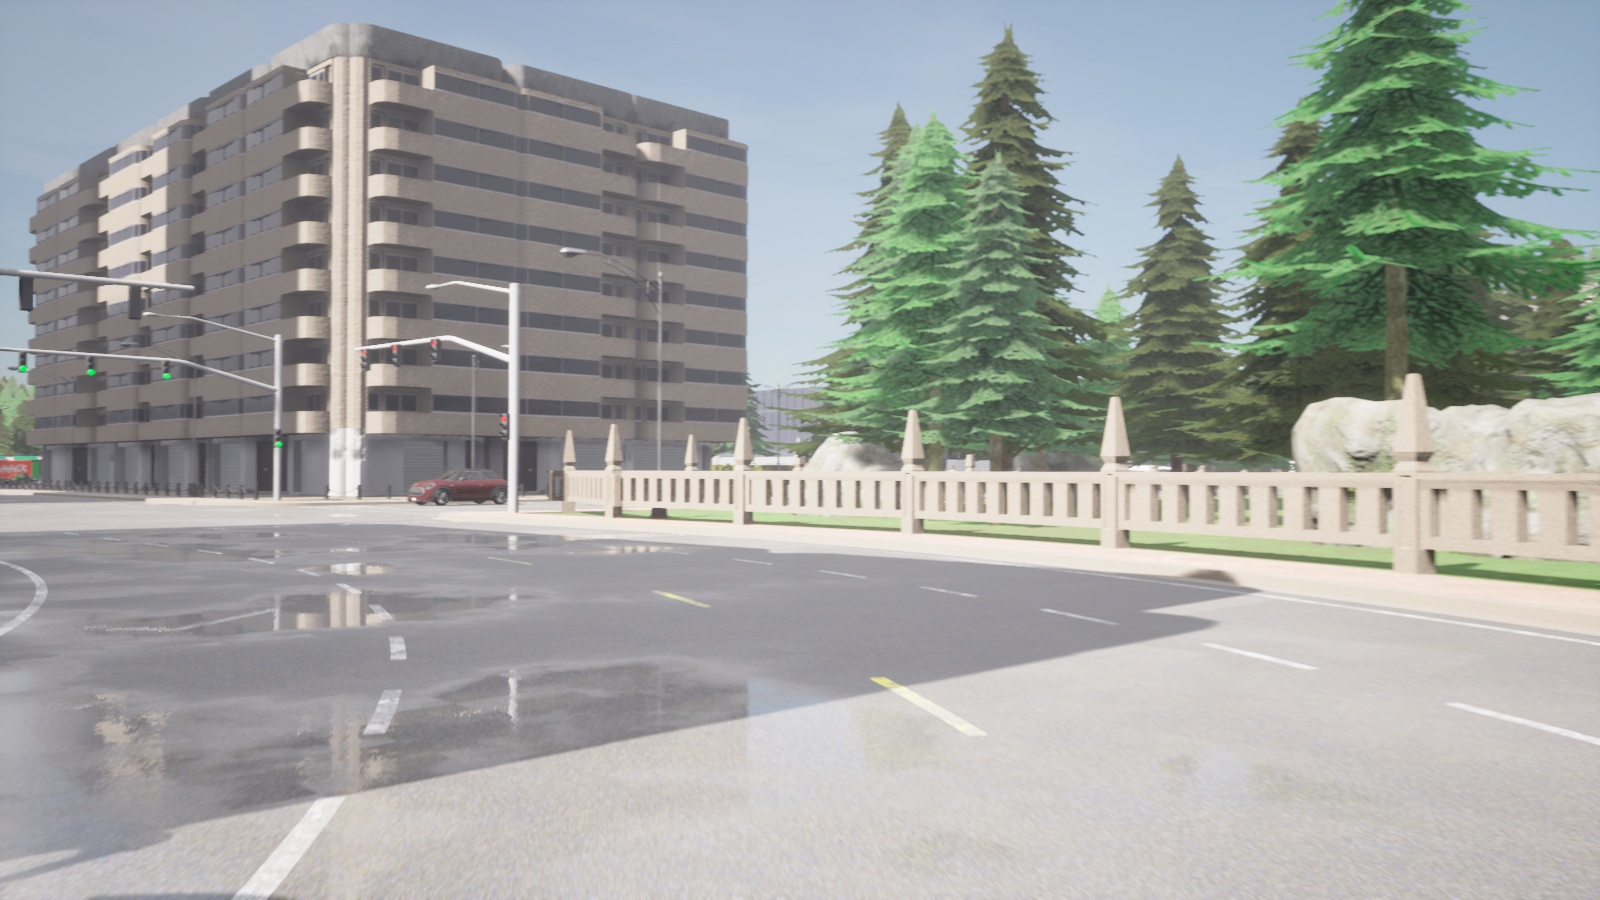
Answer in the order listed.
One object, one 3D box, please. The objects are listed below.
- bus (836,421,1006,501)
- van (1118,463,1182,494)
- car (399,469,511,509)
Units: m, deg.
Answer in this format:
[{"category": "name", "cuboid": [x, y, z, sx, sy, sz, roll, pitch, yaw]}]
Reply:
[{"category": "bus", "cuboid": [7.040, 0.654, 71.440, 3.944, 4.253, 10.273, -1, -1, 45]}, {"category": "van", "cuboid": [22.991, 1.854, 82.441, 2.069, 2.038, 4.480, -1, -1, 45]}, {"category": "car", "cuboid": [-15.935, 1.787, 58.152, 2.097, 1.767, 4.553, -1, -1, 45]}]
